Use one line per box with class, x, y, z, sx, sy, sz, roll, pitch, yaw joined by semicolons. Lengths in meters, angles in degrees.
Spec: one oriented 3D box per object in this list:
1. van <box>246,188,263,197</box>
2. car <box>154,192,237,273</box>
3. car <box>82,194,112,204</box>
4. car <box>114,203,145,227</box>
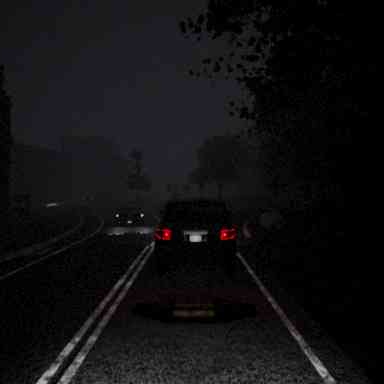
van;18.111;0.474;92.844;4.442;1.987;1.878;0;2;1
car;0.112;1.159;10.580;2.150;2.045;5.566;0;1;1
car;-13.643;0.975;48.046;1.895;1.301;4.718;0;0;23
car;-4.050;1.434;21.806;1.895;1.301;4.718;0;1;-10
